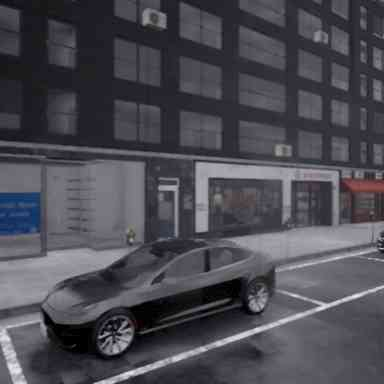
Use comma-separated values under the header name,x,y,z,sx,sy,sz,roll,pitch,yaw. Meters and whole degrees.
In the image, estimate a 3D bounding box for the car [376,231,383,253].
name,x,y,z,sx,sy,sz,roll,pitch,yaw
car,8.488,1.537,12.244,4.403,1.369,2.008,0,0,-36

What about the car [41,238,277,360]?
name,x,y,z,sx,sy,sz,roll,pitch,yaw
car,-0.319,1.563,5.960,4.313,1.339,1.947,0,0,-36
